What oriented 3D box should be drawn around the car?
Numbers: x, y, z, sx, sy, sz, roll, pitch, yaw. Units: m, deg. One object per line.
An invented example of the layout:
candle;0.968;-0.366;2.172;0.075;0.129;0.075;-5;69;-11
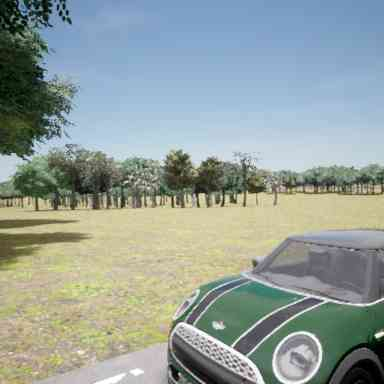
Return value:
car;1.923;1.353;4.449;4.553;1.767;2.097;0;0;-36
